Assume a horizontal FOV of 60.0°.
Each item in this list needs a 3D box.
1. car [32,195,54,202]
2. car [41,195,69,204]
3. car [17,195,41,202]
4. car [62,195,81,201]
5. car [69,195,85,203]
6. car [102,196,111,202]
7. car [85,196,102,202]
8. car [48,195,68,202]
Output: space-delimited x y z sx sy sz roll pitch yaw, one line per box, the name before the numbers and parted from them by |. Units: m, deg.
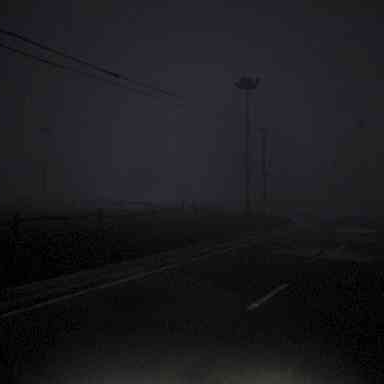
car | -32.412 1.412 72.376 4.902 1.511 2.128 0 0 35
car | -26.237 1.302 63.702 4.553 1.767 2.097 0 0 35
car | -34.438 1.432 69.522 5.357 1.411 2.033 0 0 35
car | -28.360 1.403 78.084 4.674 1.442 1.812 0 0 35
car | -24.101 1.469 66.478 4.674 1.442 1.812 0 0 35
car | -19.765 1.480 71.985 5.357 1.411 2.033 0 0 35
car | -21.789 1.483 69.129 5.357 1.411 2.033 0 0 35
car | -30.386 1.381 75.230 4.892 1.490 1.837 0 0 35
